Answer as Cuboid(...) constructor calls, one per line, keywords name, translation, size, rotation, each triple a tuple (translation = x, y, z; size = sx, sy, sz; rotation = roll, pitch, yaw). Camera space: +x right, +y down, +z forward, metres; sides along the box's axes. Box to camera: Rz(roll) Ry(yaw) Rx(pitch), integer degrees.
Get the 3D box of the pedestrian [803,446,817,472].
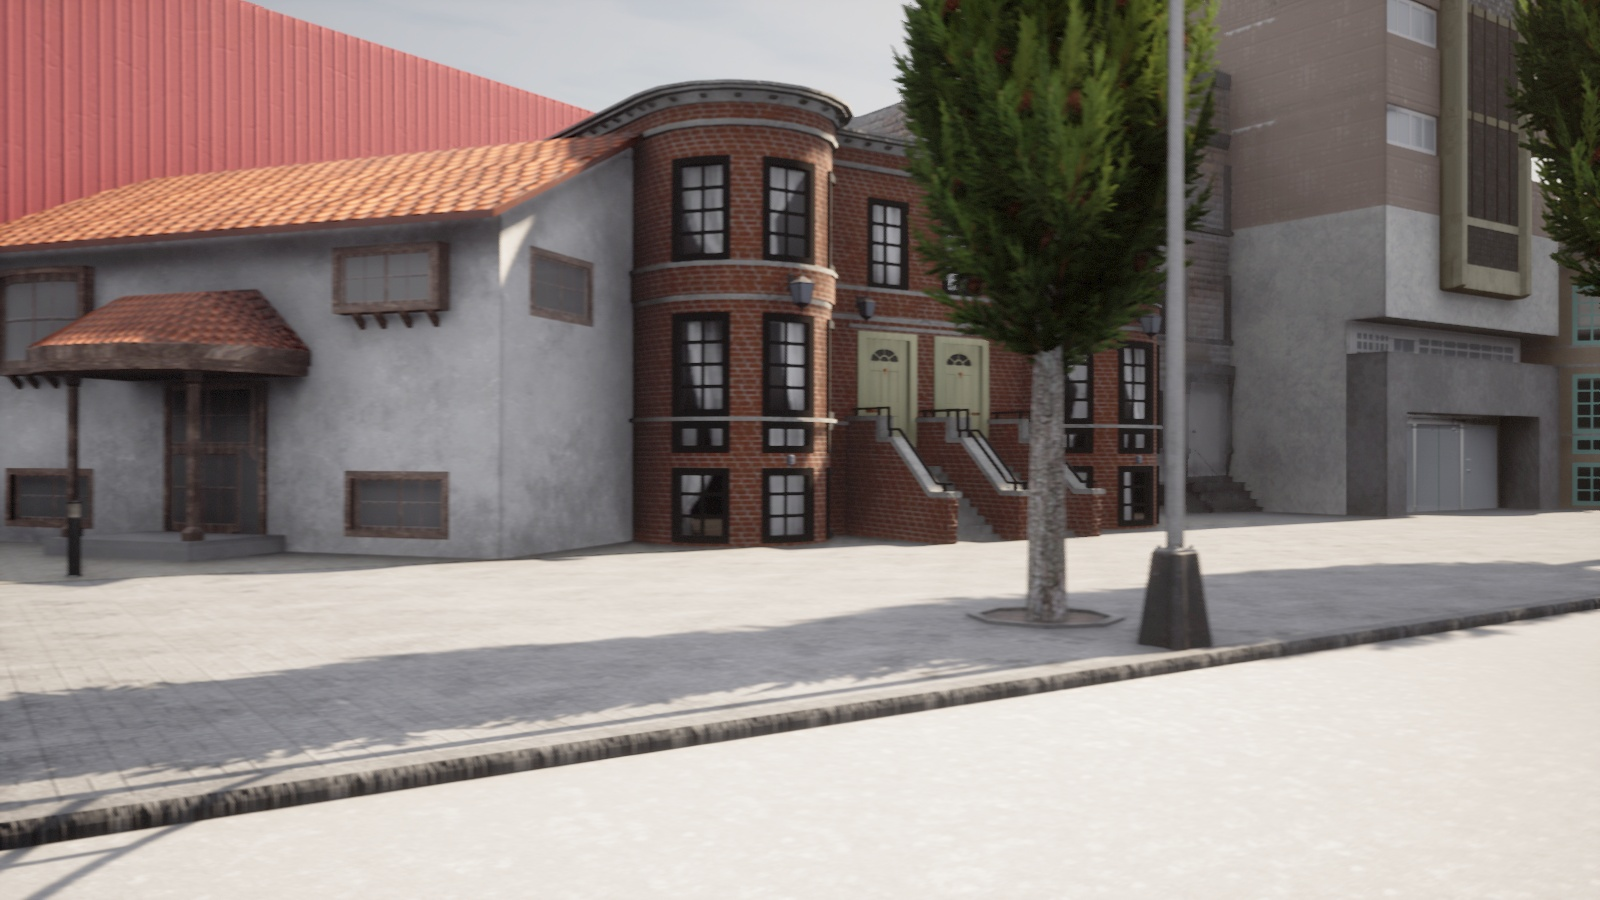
Cuboid(name="pedestrian", translation=(0.738, 0.687, 95.601), size=(0.873, 1.952, 0.659), rotation=(0, 0, 44))
